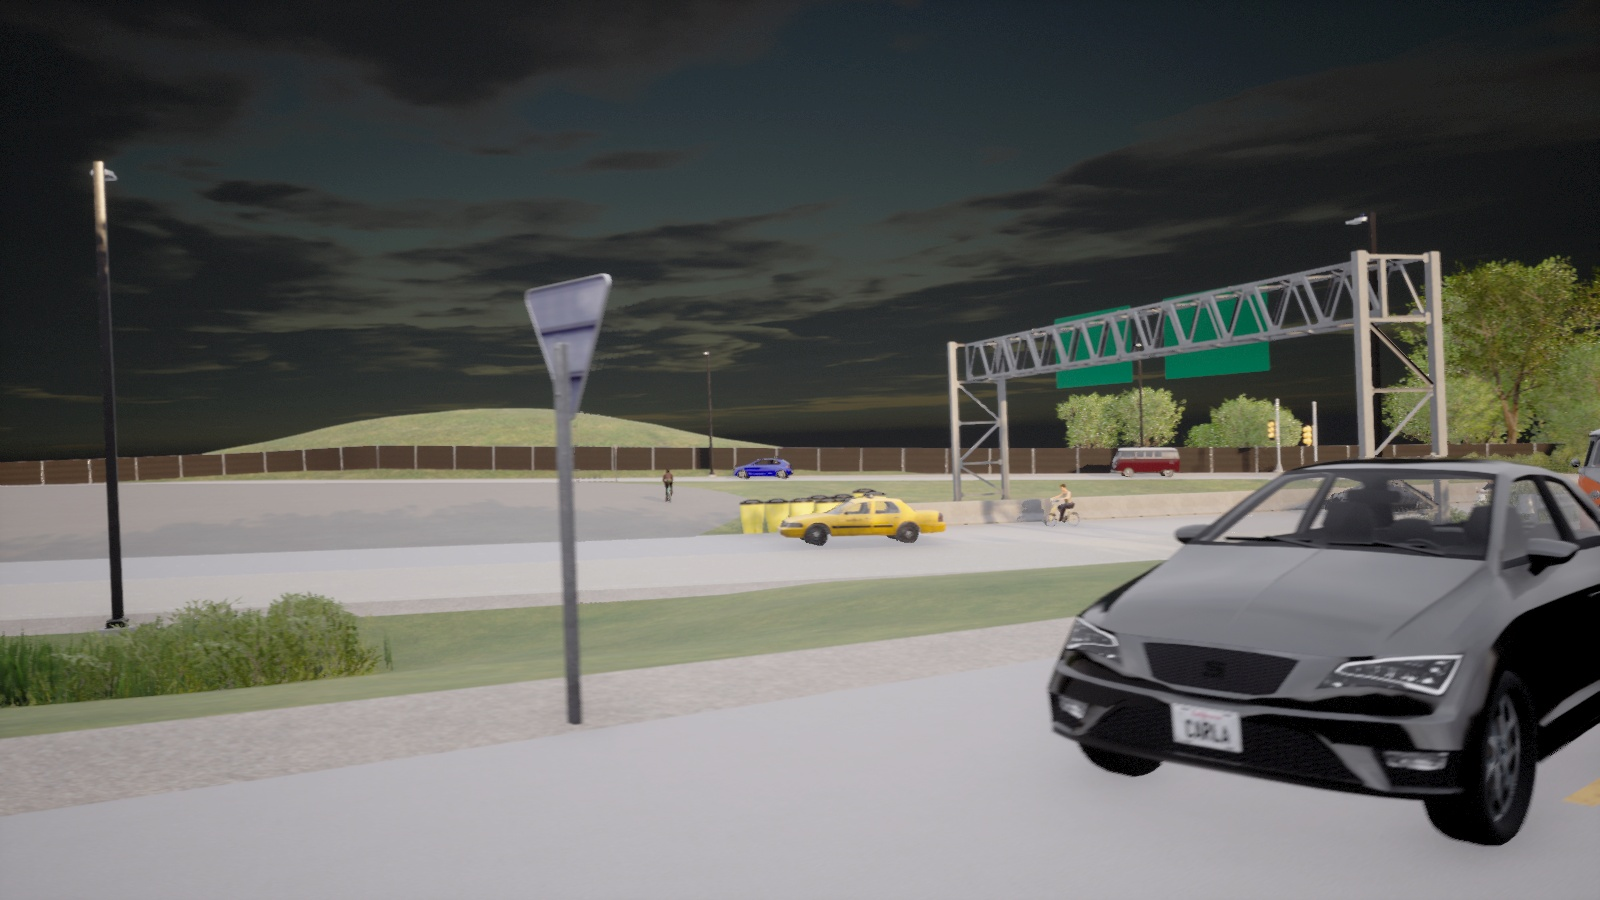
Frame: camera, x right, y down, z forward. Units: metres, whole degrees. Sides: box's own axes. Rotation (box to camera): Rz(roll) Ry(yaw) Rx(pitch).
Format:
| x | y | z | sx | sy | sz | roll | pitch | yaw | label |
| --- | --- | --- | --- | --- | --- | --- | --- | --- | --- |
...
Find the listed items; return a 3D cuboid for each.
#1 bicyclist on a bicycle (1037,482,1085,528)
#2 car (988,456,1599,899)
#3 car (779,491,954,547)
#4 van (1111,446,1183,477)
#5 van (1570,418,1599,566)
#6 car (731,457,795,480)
| x | y | z | sx | sy | sz | roll | pitch | yaw | label |
| --- | --- | --- | --- | --- | --- | --- | --- | --- | --- |
| 9.640 | 2.011 | 46.394 | 1.509 | 1.612 | 0.866 | -1 | 0 | -19 | bicyclist on a bicycle |
| 2.901 | 0.766 | 6.238 | 1.816 | 1.474 | 4.193 | 0 | 0 | 44 | car |
| 2.123 | 2.183 | 40.516 | 5.366 | 1.575 | 1.801 | -1 | 0 | -9 | car |
| 23.119 | 0.745 | 83.828 | 4.442 | 1.987 | 1.775 | -1 | 1 | 8 | van |
| 12.573 | 0.570 | 18.373 | 1.775 | 1.987 | 4.442 | -1 | -1 | 37 | van |
| -2.575 | 1.305 | 87.641 | 4.193 | 1.474 | 1.816 | -1 | 1 | 9 | car |
